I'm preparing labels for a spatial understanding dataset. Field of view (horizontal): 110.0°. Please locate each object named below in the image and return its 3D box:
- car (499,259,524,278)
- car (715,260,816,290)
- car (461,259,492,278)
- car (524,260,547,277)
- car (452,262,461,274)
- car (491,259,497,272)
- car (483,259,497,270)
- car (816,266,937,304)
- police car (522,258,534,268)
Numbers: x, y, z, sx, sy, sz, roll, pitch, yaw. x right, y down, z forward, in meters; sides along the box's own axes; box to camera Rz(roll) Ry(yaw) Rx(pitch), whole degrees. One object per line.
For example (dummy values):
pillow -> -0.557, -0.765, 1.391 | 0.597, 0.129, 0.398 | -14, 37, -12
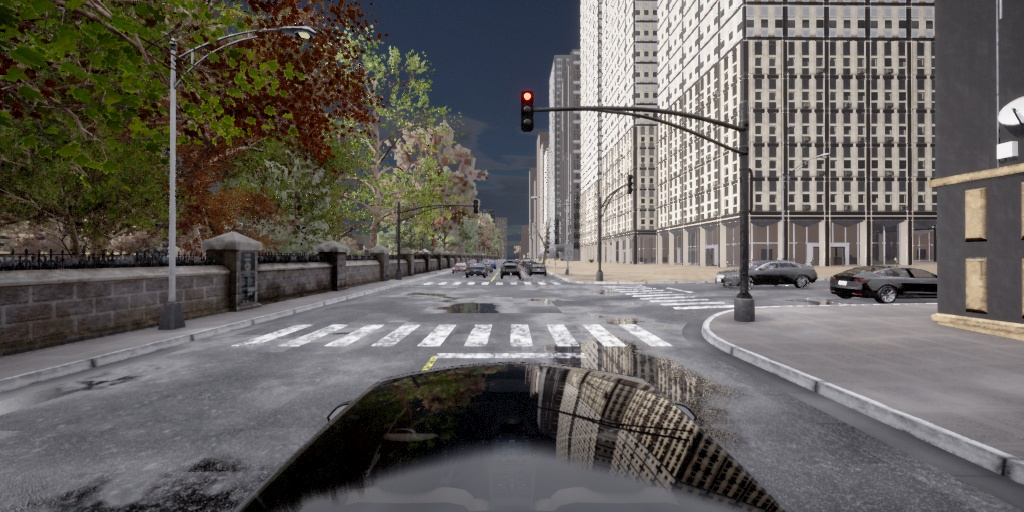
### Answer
car -> -0.103, 1.269, 33.734 | 1.837, 1.490, 4.892 | 0, 0, 0
car -> 13.650, 0.991, 19.422 | 4.902, 1.511, 2.128 | -1, 0, 0
car -> -3.266, 1.311, 34.174 | 2.033, 1.411, 5.357 | 0, 0, 0
car -> 2.512, 1.330, 36.147 | 1.948, 1.339, 4.313 | 0, 0, 0
car -> -5.898, 1.351, 41.735 | 1.802, 1.307, 4.207 | 0, 0, 0
car -> -3.317, 1.262, 44.192 | 2.128, 1.511, 4.902 | 0, 0, 0
car -> -3.362, 1.259, 54.557 | 1.882, 1.535, 5.008 | 0, 0, 0
car -> 14.627, 1.026, 13.628 | 4.313, 1.339, 1.948 | 0, 0, -1
police car -> 2.807, 1.218, 64.571 | 1.930, 1.638, 5.238 | 0, 0, 0
